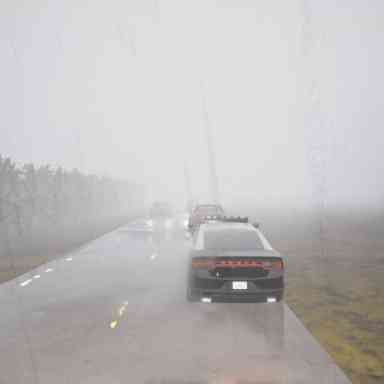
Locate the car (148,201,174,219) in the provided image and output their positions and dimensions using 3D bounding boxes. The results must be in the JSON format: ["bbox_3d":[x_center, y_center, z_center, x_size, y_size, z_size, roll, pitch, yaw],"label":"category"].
[{"bbox_3d":[-2.697,1.561,29.535,1.837,1.490,4.892,0,0,0],"label":"car"}]

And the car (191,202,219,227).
[{"bbox_3d":[0.868,1.544,24.282,1.837,1.490,4.892,0,0,0],"label":"car"}]

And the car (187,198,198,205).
[{"bbox_3d":[0.113,1.778,63.352,1.994,1.385,4.181,0,0,0],"label":"car"}]

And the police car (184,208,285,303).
[{"bbox_3d":[0.840,1.430,8.391,1.930,1.638,5.238,0,0,0],"label":"police car"}]

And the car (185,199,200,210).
[{"bbox_3d":[0.109,1.675,46.005,2.033,1.411,5.357,0,0,1],"label":"car"}]

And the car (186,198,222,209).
[{"bbox_3d":[0.856,1.373,18.253,2.097,1.767,4.553,0,0,0],"label":"car"}]
